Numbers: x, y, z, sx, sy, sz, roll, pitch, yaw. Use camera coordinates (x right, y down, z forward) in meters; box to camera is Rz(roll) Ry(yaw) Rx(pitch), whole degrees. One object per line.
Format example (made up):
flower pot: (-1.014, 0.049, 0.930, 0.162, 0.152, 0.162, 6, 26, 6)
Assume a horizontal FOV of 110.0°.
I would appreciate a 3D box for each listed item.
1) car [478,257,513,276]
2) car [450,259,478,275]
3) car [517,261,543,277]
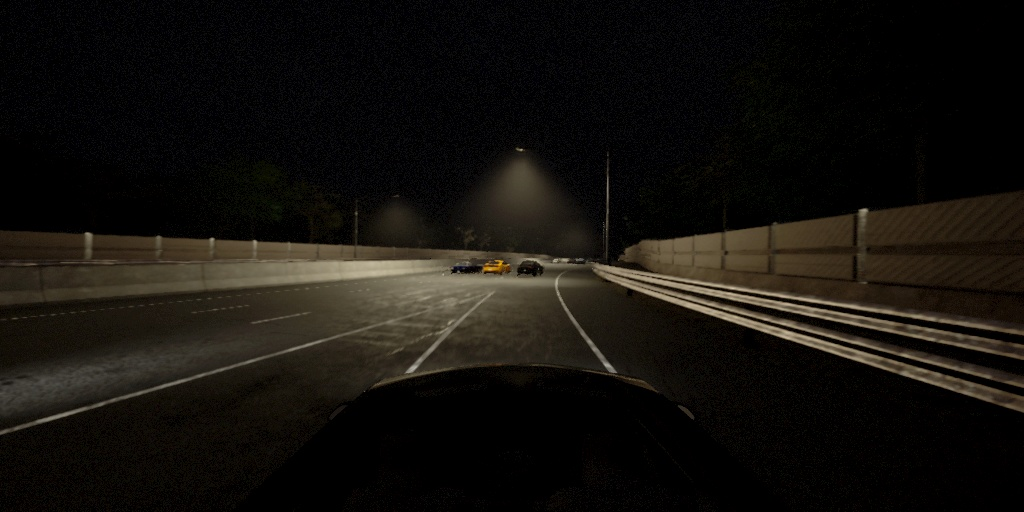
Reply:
car: (-1.452, 1.206, 37.425, 1.882, 1.535, 5.008, 1, 0, 16)
car: (-4.813, 1.293, 38.405, 1.895, 1.301, 4.718, 1, 0, 16)
car: (1.912, 1.242, 36.460, 1.882, 1.535, 5.008, 1, 0, 16)
